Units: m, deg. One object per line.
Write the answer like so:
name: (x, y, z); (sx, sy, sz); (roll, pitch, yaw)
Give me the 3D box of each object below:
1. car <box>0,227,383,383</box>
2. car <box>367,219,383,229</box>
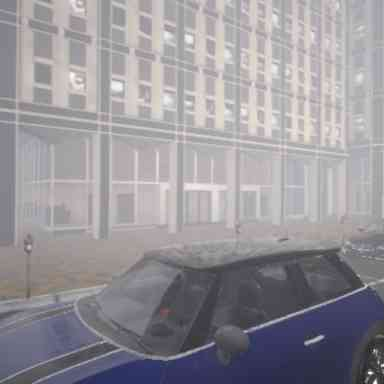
car: (0.061, 1.362, 3.422); (4.553, 1.767, 2.097); (0, 0, -36)
car: (7.066, 1.618, 11.600); (4.403, 1.369, 2.008); (0, 0, -36)
